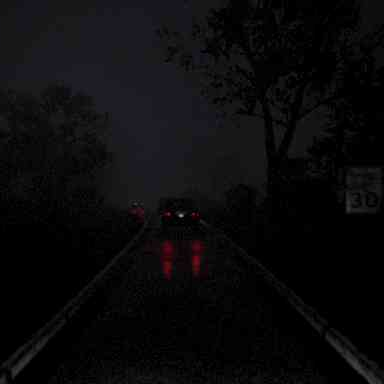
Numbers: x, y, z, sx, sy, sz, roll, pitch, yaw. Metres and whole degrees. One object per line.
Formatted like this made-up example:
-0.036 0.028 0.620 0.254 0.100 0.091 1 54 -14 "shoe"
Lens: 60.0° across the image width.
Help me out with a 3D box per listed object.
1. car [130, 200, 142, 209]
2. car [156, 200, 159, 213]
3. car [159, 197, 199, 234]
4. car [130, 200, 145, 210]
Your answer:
-9.791 2.145 57.780 1.895 1.301 4.718 0 -1 -13 "car"
-3.103 1.607 40.807 2.150 2.045 5.566 0 -1 -9 "car"
-0.809 1.421 20.952 2.150 2.045 5.566 0 -1 -4 "car"
-8.253 1.968 50.512 2.128 1.511 4.902 0 -1 -13 "car"
